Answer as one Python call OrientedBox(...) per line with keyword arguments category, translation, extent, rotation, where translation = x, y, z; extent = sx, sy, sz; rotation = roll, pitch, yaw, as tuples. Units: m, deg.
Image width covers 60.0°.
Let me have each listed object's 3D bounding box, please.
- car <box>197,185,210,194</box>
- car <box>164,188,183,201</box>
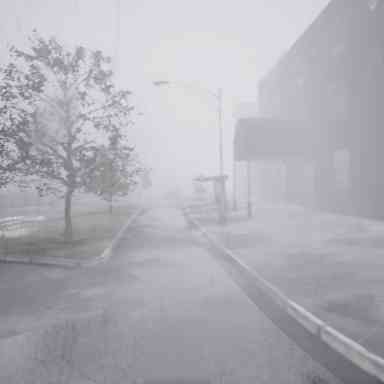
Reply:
OrientedBox(category="car", translation=(2.204, -0.328, 75.945), extent=(2.097, 1.535, 5.008), rotation=(-1, 1, 7))
OrientedBox(category="car", translation=(-2.685, 0.432, 45.274), extent=(2.128, 1.511, 4.902), rotation=(-1, 2, 0))
